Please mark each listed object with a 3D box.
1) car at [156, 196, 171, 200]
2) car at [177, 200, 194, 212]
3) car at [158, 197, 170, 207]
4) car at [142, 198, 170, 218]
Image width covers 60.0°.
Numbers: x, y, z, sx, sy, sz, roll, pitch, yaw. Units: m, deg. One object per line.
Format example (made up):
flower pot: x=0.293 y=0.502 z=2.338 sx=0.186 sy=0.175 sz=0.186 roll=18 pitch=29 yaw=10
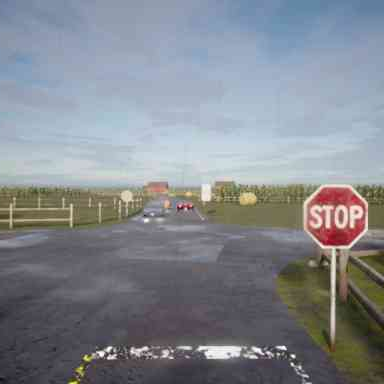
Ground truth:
car: x=-3.898 y=1.344 z=42.178 sx=2.097 sy=1.767 sz=4.553 roll=0 pitch=0 yaw=-3
car: x=-0.814 y=1.592 z=39.230 sx=1.895 sy=1.301 sz=4.718 roll=0 pitch=0 yaw=-2
car: x=-4.419 y=1.496 z=52.748 sx=1.837 sy=1.490 sz=4.892 roll=0 pitch=0 yaw=-3
car: x=-3.449 y=1.542 z=30.925 sx=2.033 sy=1.411 sz=5.357 roll=0 pitch=0 yaw=-2
